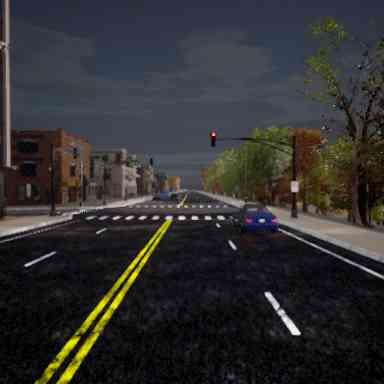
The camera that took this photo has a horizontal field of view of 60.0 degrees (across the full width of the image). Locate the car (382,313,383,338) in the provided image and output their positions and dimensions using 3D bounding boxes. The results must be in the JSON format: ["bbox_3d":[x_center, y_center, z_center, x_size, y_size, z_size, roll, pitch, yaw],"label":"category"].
[{"bbox_3d":[3.349,1.458,2.229,1.882,1.535,5.008,0,0,0],"label":"car"}]

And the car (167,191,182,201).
[{"bbox_3d":[-3.341,0.952,65.192,1.837,1.490,4.892,0,1,0],"label":"car"}]

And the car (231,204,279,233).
[{"bbox_3d":[3.350,1.389,18.459,2.033,1.411,5.357,0,0,0],"label":"car"}]

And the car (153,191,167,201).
[{"bbox_3d":[-6.585,0.996,65.177,2.033,1.411,5.357,0,1,0],"label":"car"}]

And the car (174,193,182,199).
[{"bbox_3d":[-3.375,0.873,80.663,1.994,1.385,4.181,0,0,0],"label":"car"}]
